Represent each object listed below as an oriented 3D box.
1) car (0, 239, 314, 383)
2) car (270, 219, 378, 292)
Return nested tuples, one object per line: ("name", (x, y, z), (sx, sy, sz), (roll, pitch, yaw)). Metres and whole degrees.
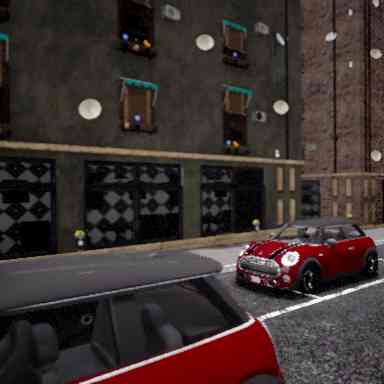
("car", (-1.453, 1.352, 2.340), (4.553, 1.767, 2.097), (0, 0, -36))
("car", (3.077, 1.484, 8.785), (4.097, 1.590, 1.967), (0, -1, -36))
